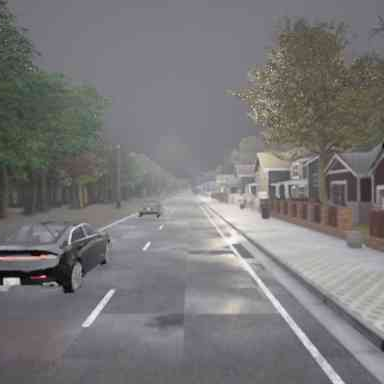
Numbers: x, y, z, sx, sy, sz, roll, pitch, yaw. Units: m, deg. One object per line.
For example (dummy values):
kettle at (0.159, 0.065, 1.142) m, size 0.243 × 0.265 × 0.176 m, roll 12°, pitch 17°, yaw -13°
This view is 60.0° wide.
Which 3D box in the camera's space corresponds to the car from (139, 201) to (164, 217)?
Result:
car at (-3.700, 1.506, 30.675) m, size 2.033 × 1.411 × 5.357 m, roll 0°, pitch 0°, yaw -1°

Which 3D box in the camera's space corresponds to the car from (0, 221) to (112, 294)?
car at (-3.478, 1.506, 8.814) m, size 2.128 × 1.511 × 4.902 m, roll 0°, pitch 0°, yaw -1°
